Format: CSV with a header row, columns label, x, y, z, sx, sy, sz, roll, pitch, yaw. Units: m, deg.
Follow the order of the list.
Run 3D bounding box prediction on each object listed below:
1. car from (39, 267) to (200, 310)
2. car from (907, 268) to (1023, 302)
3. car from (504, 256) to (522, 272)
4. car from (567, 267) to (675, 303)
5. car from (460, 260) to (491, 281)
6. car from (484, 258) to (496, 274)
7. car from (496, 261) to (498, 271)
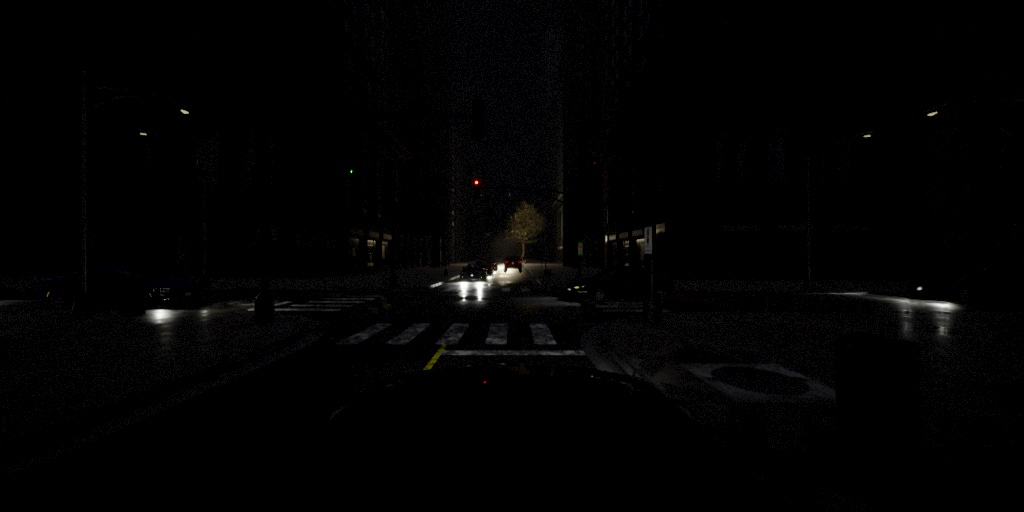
label,x,y,z,sx,sy,sz,roll,pitch,yaw
car,-14.904,1.174,13.799,5.008,1.535,1.882,0,0,2
car,21.727,1.322,16.969,4.892,1.490,1.837,1,0,0
car,0.122,0.971,46.785,2.150,2.045,5.566,0,0,0
car,4.945,1.269,16.404,4.892,1.490,1.837,0,-1,-11
car,-3.083,1.308,29.584,1.994,1.385,4.181,0,0,0
car,-3.077,1.223,38.654,1.882,1.535,5.008,0,0,0
car,-3.060,1.104,48.300,2.097,1.767,4.553,0,0,0
